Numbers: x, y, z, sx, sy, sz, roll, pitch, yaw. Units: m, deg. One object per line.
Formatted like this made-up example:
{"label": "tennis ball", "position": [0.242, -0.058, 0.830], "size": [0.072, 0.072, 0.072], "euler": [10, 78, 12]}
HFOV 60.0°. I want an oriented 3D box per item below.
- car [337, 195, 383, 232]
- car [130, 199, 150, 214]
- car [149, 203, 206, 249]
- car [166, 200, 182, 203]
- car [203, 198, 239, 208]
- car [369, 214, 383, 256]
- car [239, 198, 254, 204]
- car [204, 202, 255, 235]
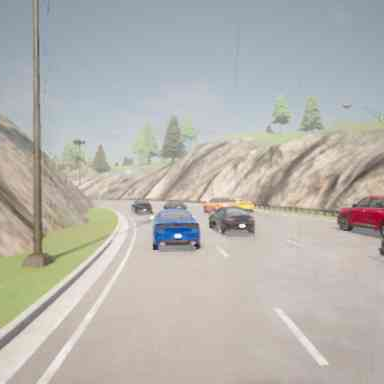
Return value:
{"label": "car", "position": [9.586, 1.143, 16.571], "size": [2.150, 2.045, 5.566], "euler": [0, 0, -8]}
{"label": "car", "position": [-5.561, 1.573, 36.205], "size": [1.837, 1.490, 4.892], "euler": [0, 0, -17]}
{"label": "car", "position": [-0.824, 1.492, 14.808], "size": [1.882, 1.535, 5.008], "euler": [0, 0, -7]}
{"label": "car", "position": [-1.963, 1.600, 36.919], "size": [1.994, 1.385, 4.181], "euler": [0, 0, -17]}
{"label": "car", "position": [2.641, 1.345, 33.605], "size": [2.097, 1.767, 4.553], "euler": [-1, 0, -15]}
{"label": "car", "position": [6.931, 1.489, 7.991], "size": [2.033, 1.411, 5.357], "euler": [0, 0, -4]}
{"label": "car", "position": [5.210, 1.449, 37.533], "size": [1.882, 1.535, 5.008], "euler": [0, 0, -16]}
{"label": "car", "position": [2.156, 1.516, 18.834], "size": [1.812, 1.442, 4.674], "euler": [0, 0, -9]}
